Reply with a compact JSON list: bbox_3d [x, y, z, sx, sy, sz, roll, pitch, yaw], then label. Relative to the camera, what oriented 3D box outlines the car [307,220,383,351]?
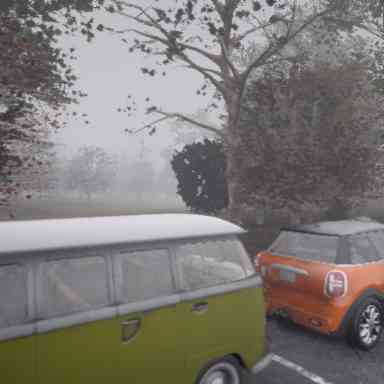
[{"bbox_3d":[3.285,1.348,6.404,4.553,1.767,2.185,0,0,-33],"label":"car"}]

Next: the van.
[{"bbox_3d":[-1.126,1.253,3.250,4.442,1.987,1.878,0,0,-33],"label":"van"}]
